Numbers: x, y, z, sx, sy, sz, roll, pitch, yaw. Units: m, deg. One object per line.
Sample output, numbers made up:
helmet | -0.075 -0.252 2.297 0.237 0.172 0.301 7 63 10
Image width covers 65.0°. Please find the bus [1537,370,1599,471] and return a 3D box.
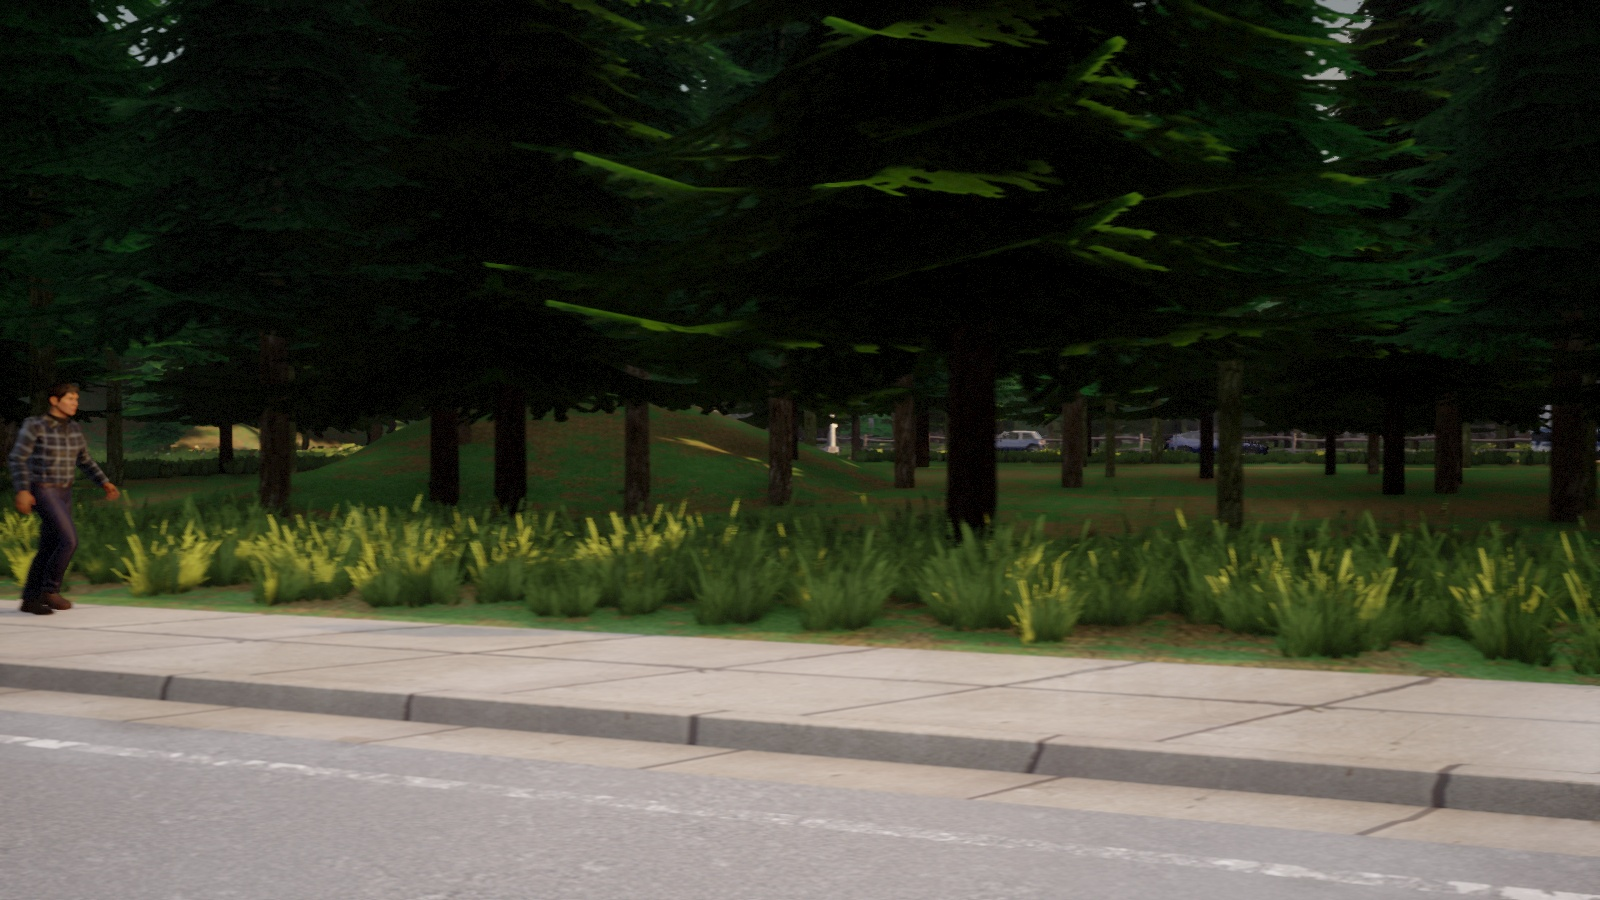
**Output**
bus | 37.985 -1.272 53.994 10.273 4.253 3.944 0 1 20

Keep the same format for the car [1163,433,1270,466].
car | 19.924 -0.056 60.147 4.792 1.488 2.163 1 1 19

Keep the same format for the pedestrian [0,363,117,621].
pedestrian | -5.808 0.311 9.755 0.788 1.949 0.423 0 1 11

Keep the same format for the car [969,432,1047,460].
car | 11.103 -0.231 66.866 3.806 1.475 1.970 1 1 19
